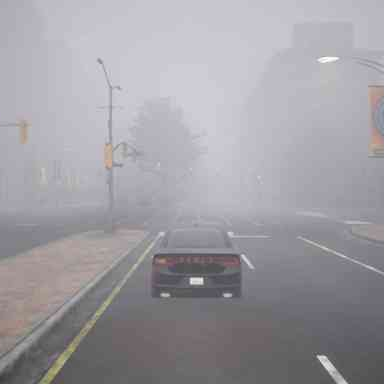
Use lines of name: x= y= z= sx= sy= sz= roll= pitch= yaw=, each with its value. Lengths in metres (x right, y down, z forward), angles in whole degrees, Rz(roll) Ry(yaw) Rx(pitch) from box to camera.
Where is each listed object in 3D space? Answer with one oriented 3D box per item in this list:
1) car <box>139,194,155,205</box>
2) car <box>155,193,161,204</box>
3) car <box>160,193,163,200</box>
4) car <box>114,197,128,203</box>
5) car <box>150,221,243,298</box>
car: x=-7.873 y=1.505 z=56.562 sx=1.837 sy=1.490 sz=4.892 roll=0 pitch=0 yaw=1
car: x=-7.791 y=1.526 z=65.821 sx=1.812 sy=1.442 sz=4.674 roll=0 pitch=0 yaw=1
car: x=-7.717 y=1.225 z=76.572 sx=2.150 sy=2.045 sz=5.566 roll=0 pitch=0 yaw=0
car: x=-14.499 y=1.595 z=67.931 sx=1.895 sy=1.301 sz=4.718 roll=0 pitch=0 yaw=0
car: x=0.109 y=1.478 z=8.555 sx=1.882 sy=1.535 sz=5.008 roll=0 pitch=0 yaw=1
